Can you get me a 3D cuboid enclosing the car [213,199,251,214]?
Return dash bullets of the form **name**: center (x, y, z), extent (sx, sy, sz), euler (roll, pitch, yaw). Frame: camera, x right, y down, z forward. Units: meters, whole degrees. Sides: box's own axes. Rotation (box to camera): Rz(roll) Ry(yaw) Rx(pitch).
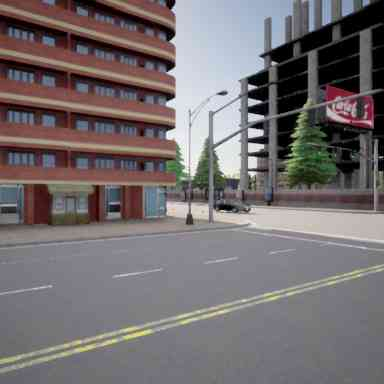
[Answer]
- **car**: center (4.230, 1.491, 35.918), extent (2.128, 1.511, 4.902), euler (0, 0, -35)
